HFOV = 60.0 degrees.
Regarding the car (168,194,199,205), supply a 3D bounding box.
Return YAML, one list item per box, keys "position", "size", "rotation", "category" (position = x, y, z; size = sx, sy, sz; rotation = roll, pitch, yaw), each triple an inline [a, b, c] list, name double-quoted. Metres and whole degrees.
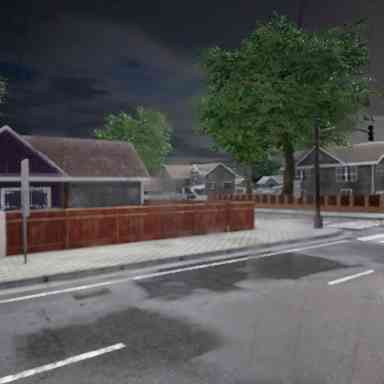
- position: [-0.626, 1.226, 36.773]
  size: [2.150, 2.045, 5.566]
  rotation: [-1, 0, -32]
  category: "car"
